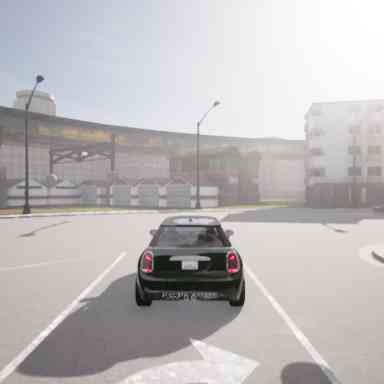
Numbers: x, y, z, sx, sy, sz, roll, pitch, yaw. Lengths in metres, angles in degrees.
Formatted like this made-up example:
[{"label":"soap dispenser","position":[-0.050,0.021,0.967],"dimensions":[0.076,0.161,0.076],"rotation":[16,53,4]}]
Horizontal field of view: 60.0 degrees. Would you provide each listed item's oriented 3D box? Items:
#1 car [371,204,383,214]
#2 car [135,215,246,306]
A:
[{"label":"car","position":[20.611,1.496,33.456],"dimensions":[4.674,1.442,1.812],"rotation":[0,0,6]},{"label":"car","position":[-0.013,1.344,8.159],"dimensions":[2.097,1.767,4.553],"rotation":[0,0,1]}]
